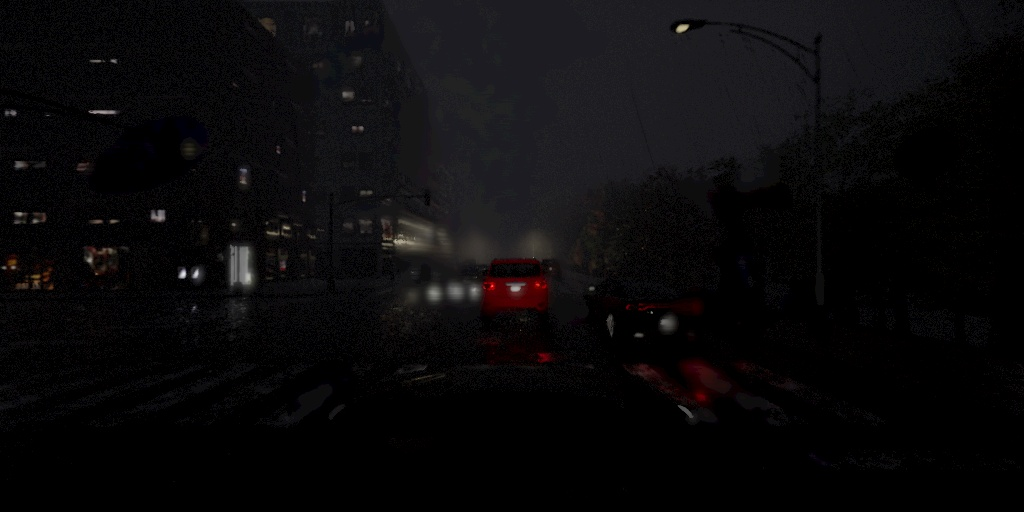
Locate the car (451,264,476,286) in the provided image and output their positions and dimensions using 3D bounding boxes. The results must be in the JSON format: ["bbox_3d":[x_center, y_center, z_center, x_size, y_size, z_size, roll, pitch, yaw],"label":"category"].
[{"bbox_3d":[-3.288,1.587,29.168,2.033,1.411,5.357,0,-1,0],"label":"car"}]

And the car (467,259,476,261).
[{"bbox_3d":[-6.390,1.579,58.173,2.150,2.045,5.566,0,-1,0],"label":"car"}]

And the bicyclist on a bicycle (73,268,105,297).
[{"bbox_3d":[-24.838,1.551,21.078,0.582,1.620,1.656,-1,0,-1],"label":"bicyclist on a bicycle"}]

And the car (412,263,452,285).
[{"bbox_3d":[-6.538,1.393,29.002,2.097,1.767,4.553,0,-1,0],"label":"car"}]

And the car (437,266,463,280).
[{"bbox_3d":[-6.505,1.738,37.991,1.895,1.301,4.718,0,-1,1],"label":"car"}]

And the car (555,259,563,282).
[{"bbox_3d":[3.415,1.301,33.470,2.150,2.045,5.566,0,-1,0],"label":"car"}]

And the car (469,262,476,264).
[{"bbox_3d":[-3.251,1.647,38.704,1.837,1.490,4.892,0,-1,1],"label":"car"}]

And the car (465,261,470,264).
[{"bbox_3d":[-6.417,1.789,47.643,2.033,1.411,5.357,0,-1,0],"label":"car"}]

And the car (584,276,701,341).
[{"bbox_3d":[3.370,1.312,10.228,1.882,1.535,5.008,0,0,0],"label":"car"}]

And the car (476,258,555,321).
[{"bbox_3d":[0.113,1.113,13.345,2.150,2.045,5.566,0,-1,0],"label":"car"}]
